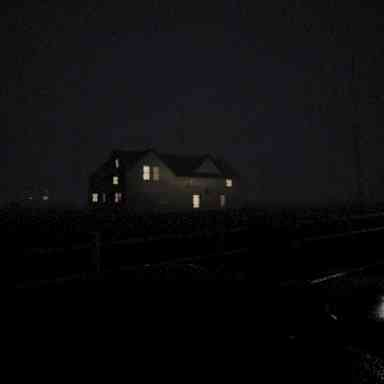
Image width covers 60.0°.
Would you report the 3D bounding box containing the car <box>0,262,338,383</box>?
[{"bbox_3d":[-0.585,1.580,3.566,5.357,1.411,2.033,-1,0,-37],"label":"car"}]
